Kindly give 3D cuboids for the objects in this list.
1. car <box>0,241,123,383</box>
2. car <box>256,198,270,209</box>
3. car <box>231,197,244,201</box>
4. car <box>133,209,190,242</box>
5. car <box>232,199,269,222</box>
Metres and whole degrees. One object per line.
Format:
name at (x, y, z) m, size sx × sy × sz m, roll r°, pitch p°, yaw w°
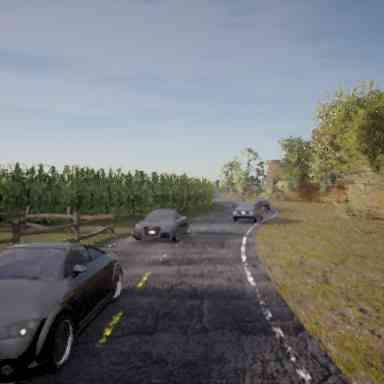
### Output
car at (-2.545, 1.564, 5.513) m, size 1.994 × 1.385 × 4.181 m, roll 0°, pitch 0°, yaw 3°
car at (9.084, 1.514, 43.514) m, size 1.837 × 1.490 × 4.892 m, roll 0°, pitch 0°, yaw 9°
car at (6.601, 1.496, 46.728) m, size 2.128 × 1.511 × 4.902 m, roll 0°, pitch 0°, yaw 5°
car at (-1.377, 1.561, 16.462) m, size 1.994 × 1.385 × 4.181 m, roll 0°, pitch 0°, yaw 11°
car at (4.555, 1.559, 26.526) m, size 2.033 × 1.411 × 5.357 m, roll 0°, pitch 0°, yaw 20°
